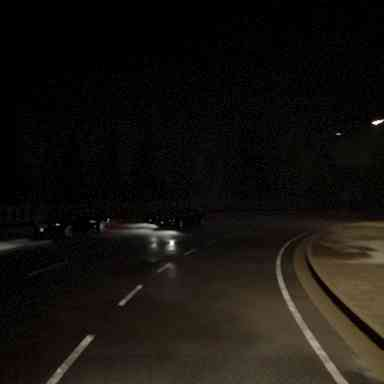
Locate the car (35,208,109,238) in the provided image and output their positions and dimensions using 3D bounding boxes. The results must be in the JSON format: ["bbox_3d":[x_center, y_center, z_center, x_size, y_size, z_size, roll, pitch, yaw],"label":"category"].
[{"bbox_3d":[-6.881,1.733,19.591,2.128,1.511,4.902,0,-1,23],"label":"car"}]

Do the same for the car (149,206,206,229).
[{"bbox_3d":[-0.721,1.857,24.499,1.837,1.490,4.892,0,-1,32],"label":"car"}]

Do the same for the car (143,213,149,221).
[{"bbox_3d":[-1.756,1.910,28.859,2.033,1.411,5.357,0,-1,37],"label":"car"}]
